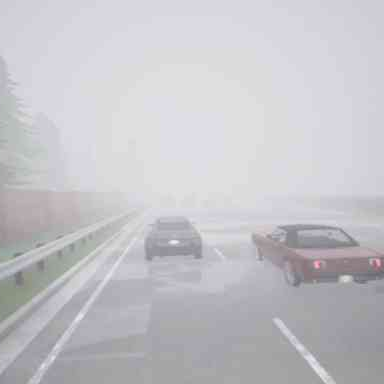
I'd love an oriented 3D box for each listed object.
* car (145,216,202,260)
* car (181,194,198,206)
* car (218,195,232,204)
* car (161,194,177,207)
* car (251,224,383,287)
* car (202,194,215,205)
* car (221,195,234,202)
[{"bbox_3d":[-0.736,1.603,12.778,1.994,1.385,4.181,-2,0,-4],"label":"car"},{"bbox_3d":[-0.671,1.327,57.626,2.150,2.045,5.566,-2,0,-5],"label":"car"},{"bbox_3d":[6.025,1.461,61.780,1.812,1.442,4.674,-2,0,-5],"label":"car"},{"bbox_3d":[-4.099,1.416,56.602,2.150,2.045,5.566,-2,0,-5],"label":"car"},{"bbox_3d":[3.049,1.535,9.156,1.895,1.301,4.718,-2,0,-4],"label":"car"},{"bbox_3d":[2.834,1.577,57.784,1.994,1.385,4.181,-2,0,-5],"label":"car"},{"bbox_3d":[8.219,1.443,78.225,2.033,1.411,5.357,-2,0,-5],"label":"car"}]
